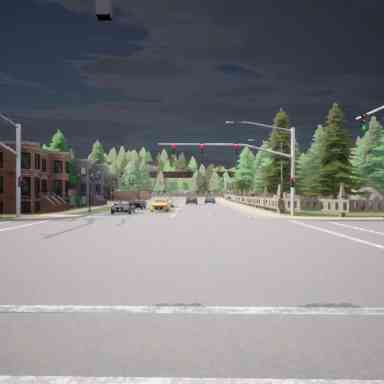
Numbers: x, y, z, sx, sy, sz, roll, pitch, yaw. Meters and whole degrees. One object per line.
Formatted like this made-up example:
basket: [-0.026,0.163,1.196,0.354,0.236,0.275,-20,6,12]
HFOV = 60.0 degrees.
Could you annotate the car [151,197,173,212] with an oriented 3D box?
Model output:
car: [-3.639,1.477,38.767,1.882,1.535,5.008,0,0,0]

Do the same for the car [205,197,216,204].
car: [3.526,1.564,65.142,1.994,1.385,4.181,0,0,0]

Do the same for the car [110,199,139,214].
car: [-7.137,1.564,34.791,1.994,1.385,4.181,0,0,0]

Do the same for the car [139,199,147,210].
car: [-7.136,1.601,43.543,1.895,1.301,4.718,0,0,0]

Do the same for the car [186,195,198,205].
car: [-0.069,1.352,60.161,2.097,1.767,4.553,0,0,0]
